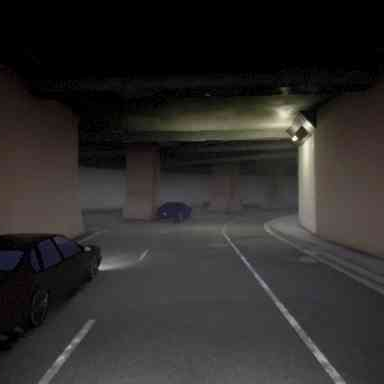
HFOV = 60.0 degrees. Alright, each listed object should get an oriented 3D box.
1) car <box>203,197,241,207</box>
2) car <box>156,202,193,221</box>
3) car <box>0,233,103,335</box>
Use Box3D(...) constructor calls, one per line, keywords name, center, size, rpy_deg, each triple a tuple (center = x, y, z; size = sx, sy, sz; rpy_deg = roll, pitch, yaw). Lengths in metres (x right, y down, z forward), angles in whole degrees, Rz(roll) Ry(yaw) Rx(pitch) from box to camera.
Box3D(name="car", center=(4.786, 1.366, 48.843), size=(5.566, 2.045, 2.150), rpy_deg=(0, 0, -38))
Box3D(name="car", center=(-1.353, 1.561, 28.163), size=(1.882, 1.535, 5.008), rpy_deg=(0, 0, 17))
Box3D(name="car", center=(-3.436, 1.569, 6.922), size=(2.033, 1.411, 5.357), rpy_deg=(0, 0, 0))
